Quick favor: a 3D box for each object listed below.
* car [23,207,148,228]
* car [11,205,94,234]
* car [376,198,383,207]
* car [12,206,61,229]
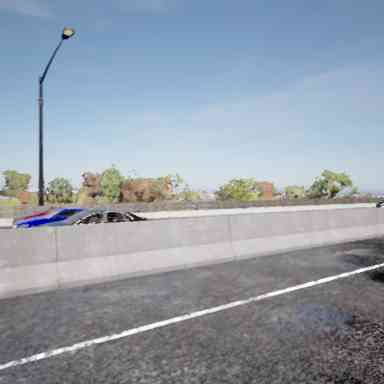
[{"bbox_3d":[-4.111,1.486,13.939,4.892,1.490,1.837,0,0,-35],"label":"car"},{"bbox_3d":[-8.202,1.544,19.618,4.181,1.385,1.994,0,0,-35],"label":"car"},{"bbox_3d":[25.756,1.402,43.081,4.892,1.490,1.837,0,0,-34],"label":"car"},{"bbox_3d":[-6.341,1.507,16.648,4.674,1.442,1.812,0,0,-35],"label":"car"}]
